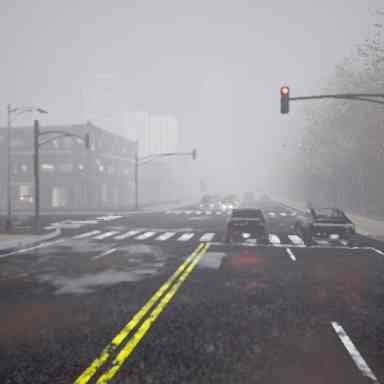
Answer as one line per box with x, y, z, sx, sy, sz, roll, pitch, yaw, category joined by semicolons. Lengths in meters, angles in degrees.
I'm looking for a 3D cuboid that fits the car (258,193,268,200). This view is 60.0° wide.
16.921;1.029;79.284;2.033;1.411;5.357;0;0;10;car

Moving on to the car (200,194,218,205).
2.529;1.234;53.953;1.882;1.535;5.008;0;0;10;car

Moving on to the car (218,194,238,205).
5.811;1.254;53.841;2.128;1.511;4.902;0;0;10;car

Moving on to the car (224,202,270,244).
2.570;1.440;15.531;1.837;1.490;4.892;0;0;10;car

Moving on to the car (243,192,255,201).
11.934;0.913;69.608;2.150;2.045;5.566;0;0;10;car

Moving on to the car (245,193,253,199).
13.719;0.982;79.842;1.837;1.490;4.892;0;0;10;car

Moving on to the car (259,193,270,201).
15.202;1.247;69.431;1.994;1.385;4.181;0;0;10;car

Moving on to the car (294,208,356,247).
5.733;1.434;14.760;2.128;1.511;4.902;0;0;10;car

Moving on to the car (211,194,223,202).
5.241;1.190;69.052;1.837;1.490;4.892;0;0;10;car

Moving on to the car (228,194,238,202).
8.503;1.173;68.839;1.882;1.535;5.008;0;0;10;car
